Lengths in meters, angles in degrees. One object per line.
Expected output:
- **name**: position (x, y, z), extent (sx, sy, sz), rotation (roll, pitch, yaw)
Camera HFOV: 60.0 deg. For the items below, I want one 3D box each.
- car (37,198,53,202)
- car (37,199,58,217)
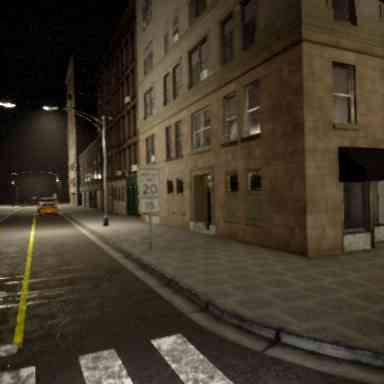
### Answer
- **car**: position (-20.906, 1.832, 47.738), extent (2.150, 2.045, 5.566), rotation (-2, 0, -25)
- **car**: position (-16.642, 1.958, 38.662), extent (1.882, 1.535, 5.008), rotation (-2, 0, -24)
